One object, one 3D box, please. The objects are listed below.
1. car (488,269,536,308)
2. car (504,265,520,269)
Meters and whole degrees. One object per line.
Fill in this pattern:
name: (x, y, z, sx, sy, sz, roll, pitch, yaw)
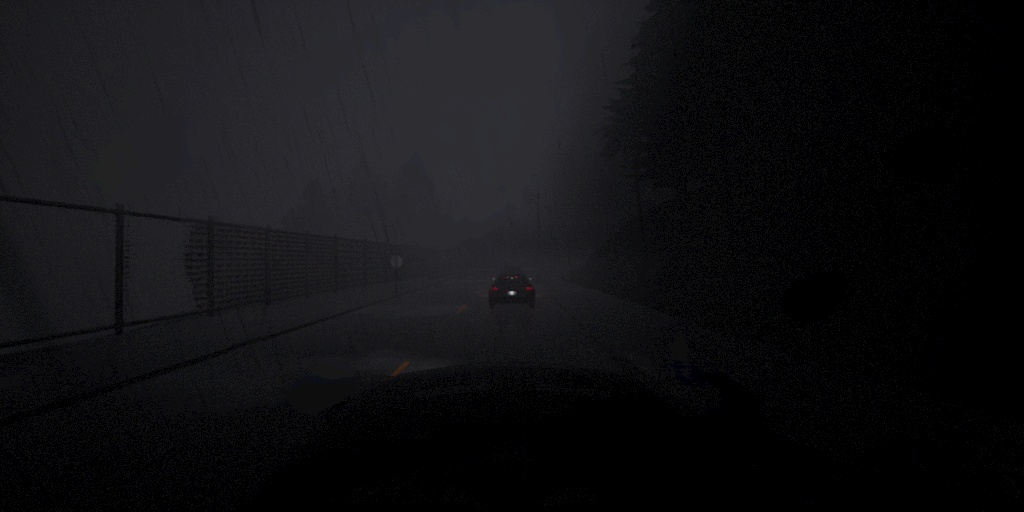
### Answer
car: (0.003, 1.453, 16.193, 1.994, 1.385, 4.181, 0, 0, 0)
car: (-0.001, 1.539, 31.166, 1.837, 1.490, 4.892, 0, 0, 0)
